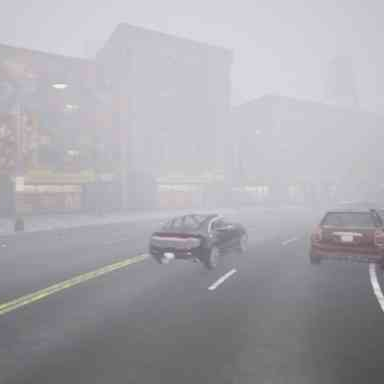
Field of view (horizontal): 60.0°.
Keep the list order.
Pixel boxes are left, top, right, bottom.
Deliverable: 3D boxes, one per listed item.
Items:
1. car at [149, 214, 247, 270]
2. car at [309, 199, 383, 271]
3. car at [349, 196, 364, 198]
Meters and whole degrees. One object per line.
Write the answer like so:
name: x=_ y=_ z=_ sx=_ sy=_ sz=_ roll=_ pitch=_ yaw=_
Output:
car: x=0.431 y=1.468 z=11.093 sx=2.128 sy=1.511 sz=4.902 roll=-1 pitch=0 yaw=25
car: x=5.322 y=1.267 z=10.917 sx=2.097 sy=1.767 sz=4.553 roll=-1 pitch=0 yaw=31
car: x=17.805 y=1.198 z=36.011 sx=5.008 sy=1.535 sz=1.882 roll=-1 pitch=0 yaw=-29
